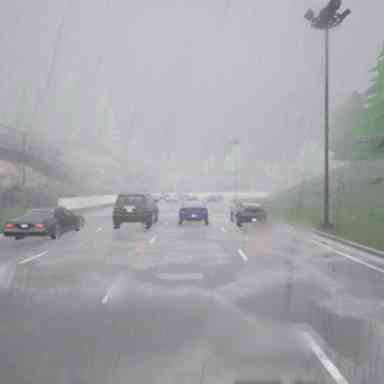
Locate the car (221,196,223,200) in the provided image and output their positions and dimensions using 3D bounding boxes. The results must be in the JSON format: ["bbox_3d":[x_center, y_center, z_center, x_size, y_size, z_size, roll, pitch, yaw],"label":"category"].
[{"bbox_3d":[5.003,1.037,67.951,2.033,1.411,5.357,0,0,17],"label":"car"}]

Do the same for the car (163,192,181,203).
[{"bbox_3d":[-3.454,1.178,58.697,1.895,1.301,4.718,0,0,2],"label":"car"}]

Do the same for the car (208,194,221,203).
[{"bbox_3d":[3.536,1.182,58.121,1.895,1.301,4.718,0,0,2],"label":"car"}]

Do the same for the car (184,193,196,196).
[{"bbox_3d":[0.036,1.182,58.095,1.895,1.301,4.718,0,0,2],"label":"car"}]

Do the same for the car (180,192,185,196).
[{"bbox_3d":[-2.034,0.766,68.761,2.097,1.767,4.553,0,0,17],"label":"car"}]

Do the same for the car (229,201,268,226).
[{"bbox_3d":[3.607,1.348,21.635,1.837,1.490,4.892,0,0,0],"label":"car"}]

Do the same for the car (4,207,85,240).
[{"bbox_3d":[-6.896,1.431,16.190,2.033,1.411,5.357,0,0,0],"label":"car"}]

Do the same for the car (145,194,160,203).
[{"bbox_3d":[-6.953,1.103,58.758,1.812,1.442,4.674,0,0,2],"label":"car"}]

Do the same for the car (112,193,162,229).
[{"bbox_3d":[-3.394,1.072,20.732,2.150,2.045,5.566,0,0,0],"label":"car"}]

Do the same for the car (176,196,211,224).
[{"bbox_3d":[0.108,1.310,23.139,1.882,1.535,5.008,0,0,0],"label":"car"}]
